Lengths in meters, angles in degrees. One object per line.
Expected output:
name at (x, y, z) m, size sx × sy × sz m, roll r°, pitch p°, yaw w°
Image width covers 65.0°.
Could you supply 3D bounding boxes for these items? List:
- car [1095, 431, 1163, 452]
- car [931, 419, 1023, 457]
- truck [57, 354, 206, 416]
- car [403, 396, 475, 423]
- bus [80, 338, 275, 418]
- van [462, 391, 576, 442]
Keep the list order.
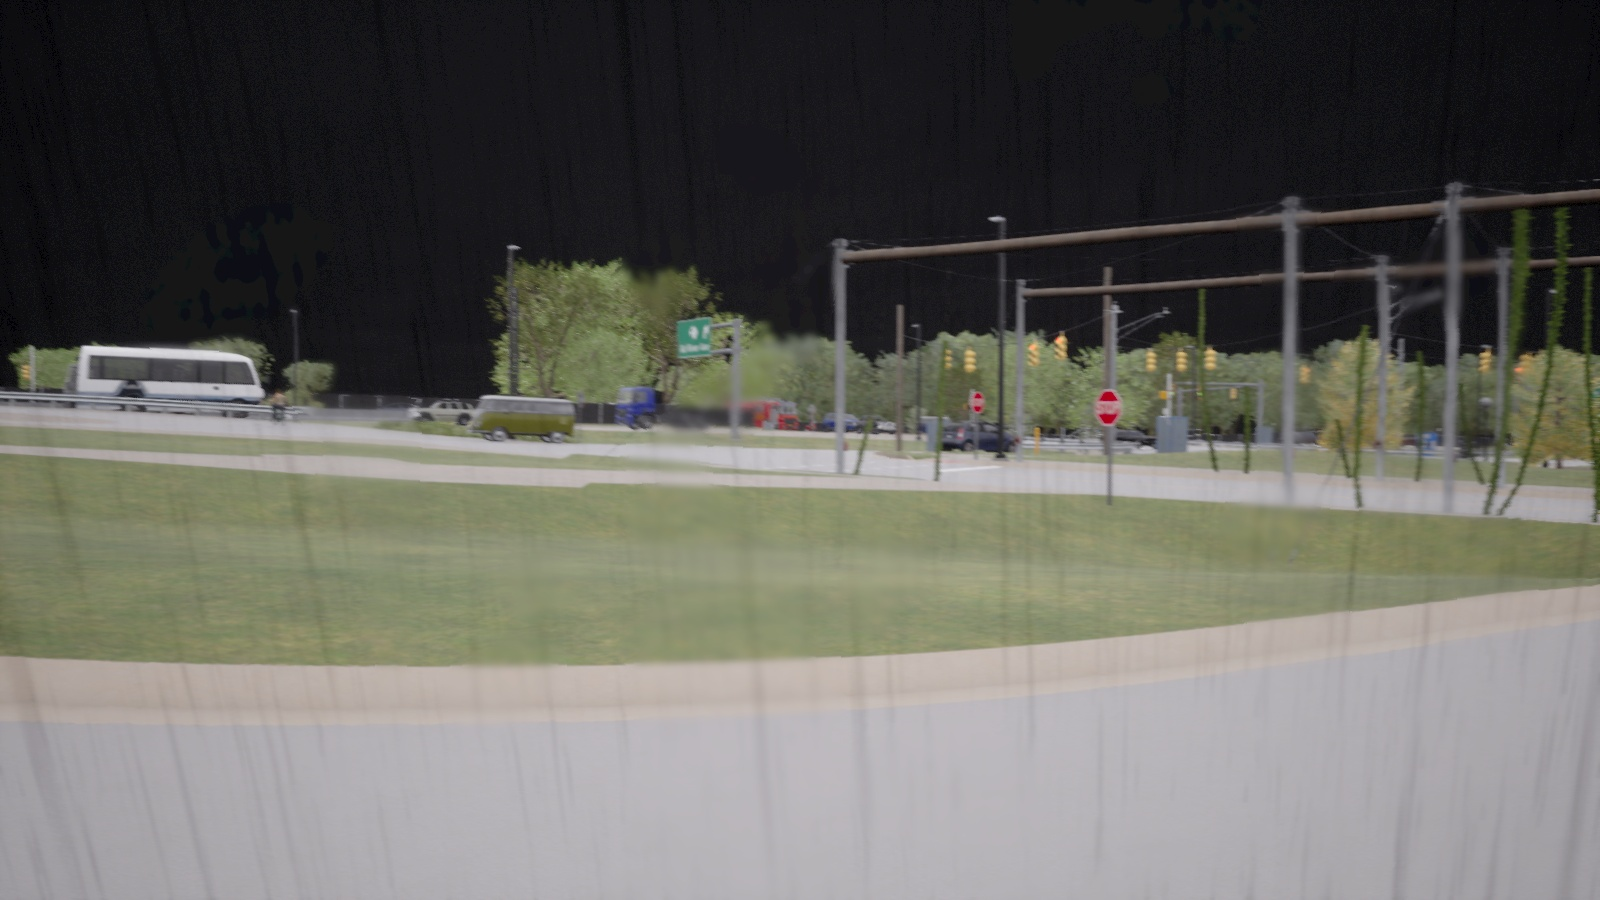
car at (23.326, -0.612, 89.172) m, size 1.895 × 1.301 × 4.718 m, roll 1°, pitch 1°, yaw -29°
car at (8.370, -0.573, 59.202) m, size 3.988 × 1.617 × 1.851 m, roll 2°, pitch 1°, yaw -32°
truck at (-41.455, -3.977, 77.978) m, size 7.936 × 3.462 × 2.891 m, roll 1°, pitch 1°, yaw -31°
car at (-26.235, -2.930, 91.249) m, size 4.605 × 1.855 × 1.932 m, roll 1°, pitch 1°, yaw -31°
bus at (-37.681, -4.236, 76.154) m, size 10.273 × 4.253 × 3.944 m, roll 1°, pitch 1°, yaw -31°
van at (-12.213, -1.437, 54.644) m, size 4.442 × 1.987 × 1.775 m, roll 2°, pitch 1°, yaw -28°
